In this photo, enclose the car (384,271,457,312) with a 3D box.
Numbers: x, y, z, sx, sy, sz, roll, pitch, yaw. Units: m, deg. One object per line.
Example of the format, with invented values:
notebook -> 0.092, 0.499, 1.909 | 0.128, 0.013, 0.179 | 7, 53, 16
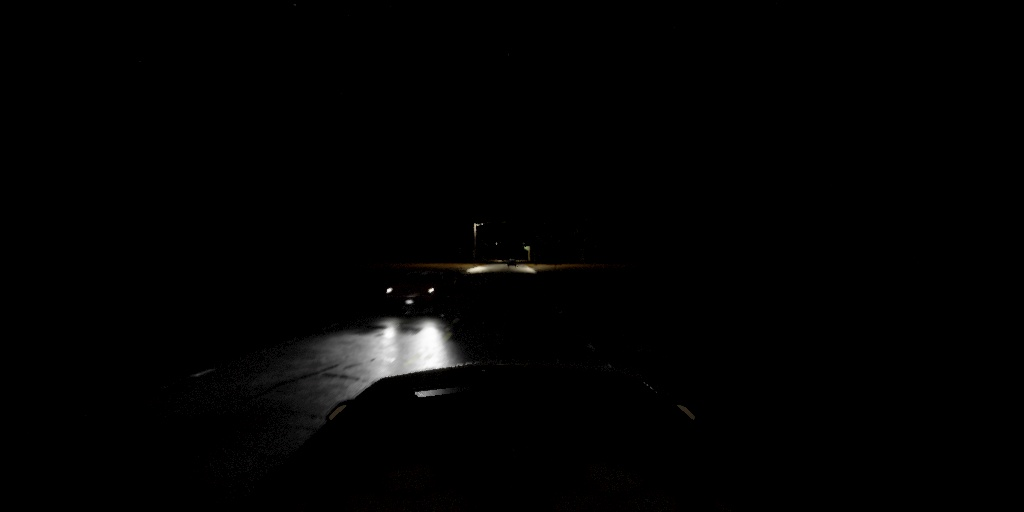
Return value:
car -> -3.496, 1.267, 14.453 | 1.895, 1.301, 4.718 | 0, 0, 0
